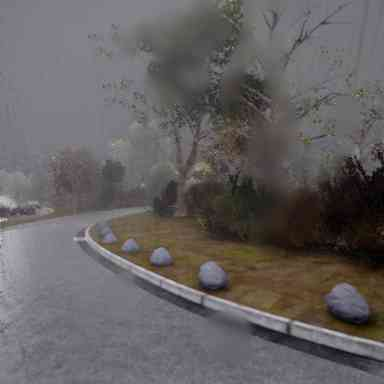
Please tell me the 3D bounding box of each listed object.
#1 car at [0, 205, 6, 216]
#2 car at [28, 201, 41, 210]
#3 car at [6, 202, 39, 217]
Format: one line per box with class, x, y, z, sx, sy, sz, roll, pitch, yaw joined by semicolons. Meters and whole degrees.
car;-22.857;2.144;38.760;1.895;1.301;4.718;0;-1;-15
car;-25.591;2.142;53.673;1.882;1.535;5.008;0;0;-32
car;-19.592;2.123;38.607;1.895;1.301;4.718;0;-1;-14
